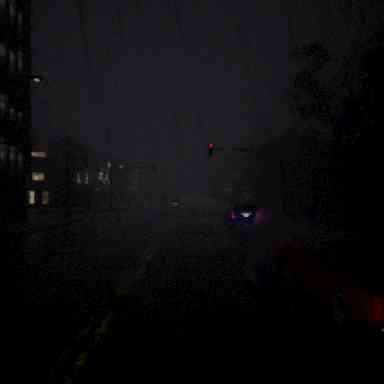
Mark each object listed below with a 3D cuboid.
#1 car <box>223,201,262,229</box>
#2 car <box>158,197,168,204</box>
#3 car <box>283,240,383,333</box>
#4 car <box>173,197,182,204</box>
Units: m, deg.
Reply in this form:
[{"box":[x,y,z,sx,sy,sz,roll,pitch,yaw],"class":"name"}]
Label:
[{"box":[3.349,1.479,22.656,2.097,1.767,4.553,0,0,0],"class":"car"},{"box":[-6.606,1.957,76.971,1.812,1.442,4.674,0,0,0],"class":"car"},{"box":[3.351,1.639,6.869,1.895,1.301,4.718,0,0,0],"class":"car"},{"box":[-3.356,1.910,76.983,1.882,1.535,5.008,0,0,0],"class":"car"}]
